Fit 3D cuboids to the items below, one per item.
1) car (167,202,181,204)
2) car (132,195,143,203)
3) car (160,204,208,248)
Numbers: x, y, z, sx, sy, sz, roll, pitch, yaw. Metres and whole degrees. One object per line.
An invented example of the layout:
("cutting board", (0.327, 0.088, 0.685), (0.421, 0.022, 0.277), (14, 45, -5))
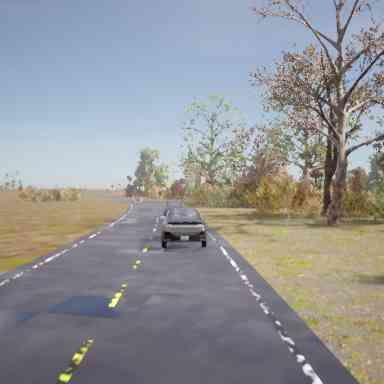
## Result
("car", (-1.573, 1.555, 29.751), (1.994, 1.385, 4.181), (0, 0, -6))
("car", (-10.902, 1.327, 66.256), (2.097, 1.767, 4.553), (0, 0, -13))
("car", (-0.394, 1.487, 14.721), (2.128, 1.511, 4.902), (0, 0, -3))
